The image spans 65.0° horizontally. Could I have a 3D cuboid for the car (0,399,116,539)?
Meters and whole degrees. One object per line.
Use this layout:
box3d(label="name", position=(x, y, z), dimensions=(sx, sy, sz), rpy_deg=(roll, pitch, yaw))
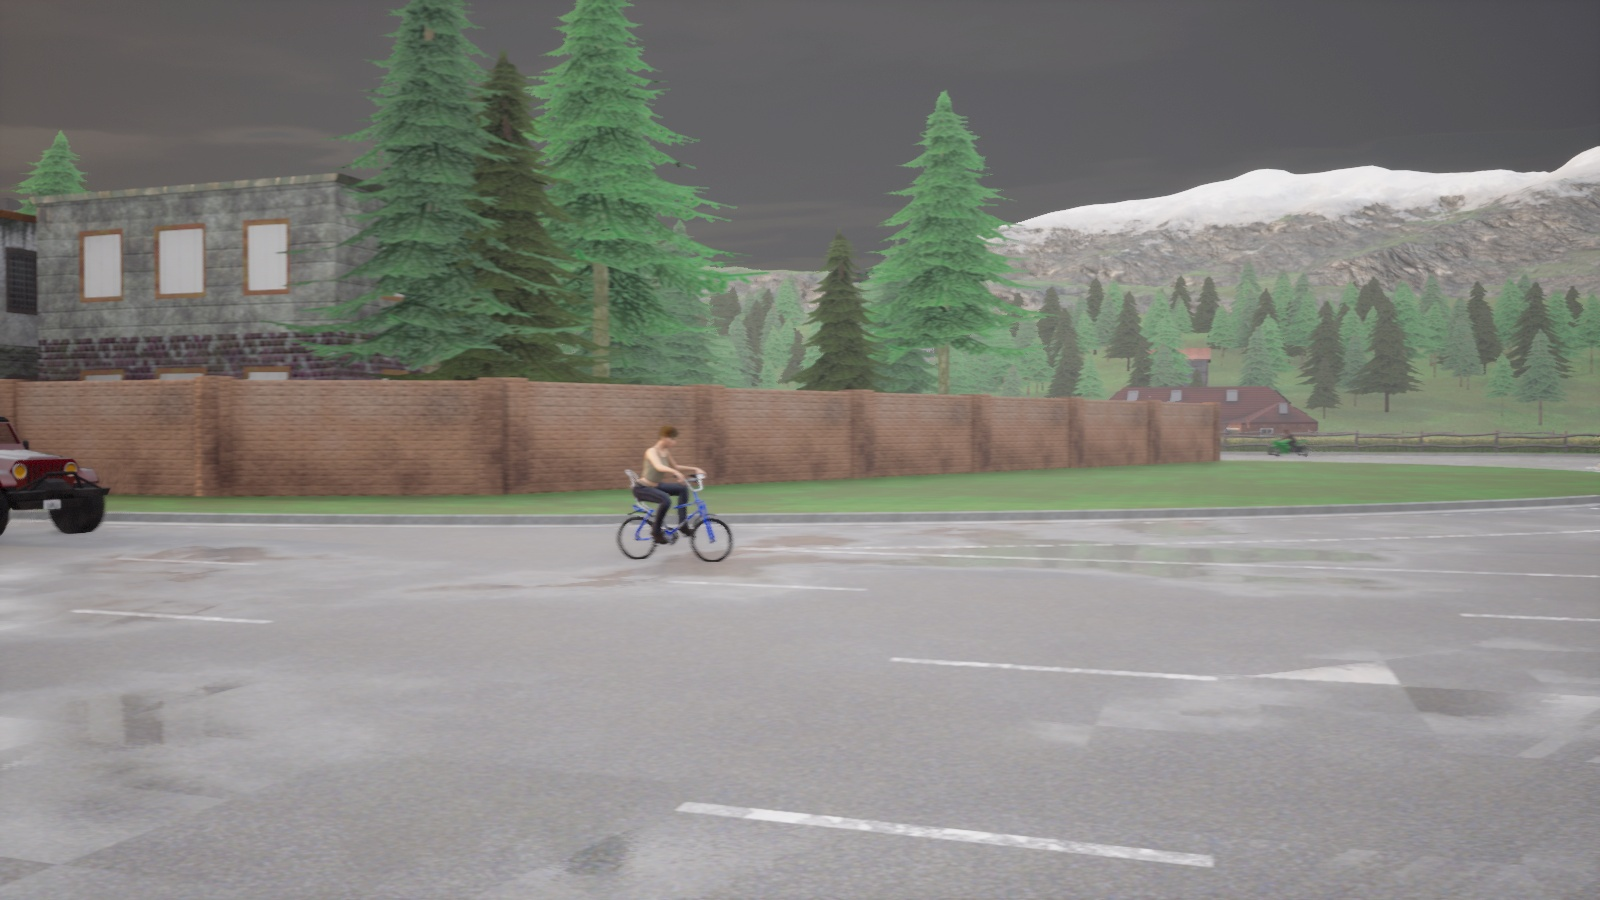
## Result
box3d(label="car", position=(-12.324, 0.220, 18.414), dimensions=(3.866, 1.878, 1.905), rpy_deg=(1, 1, 19))

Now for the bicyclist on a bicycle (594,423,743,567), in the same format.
box3d(label="bicyclist on a bicycle", position=(-1.540, 0.498, 14.792), dimensions=(1.509, 1.612, 0.866), rpy_deg=(1, 1, 19))

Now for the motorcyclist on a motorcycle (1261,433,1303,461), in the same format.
box3d(label="motorcyclist on a motorcycle", position=(26.045, -0.173, 67.916), dimensions=(2.044, 1.523, 0.797), rpy_deg=(1, 1, 19))
